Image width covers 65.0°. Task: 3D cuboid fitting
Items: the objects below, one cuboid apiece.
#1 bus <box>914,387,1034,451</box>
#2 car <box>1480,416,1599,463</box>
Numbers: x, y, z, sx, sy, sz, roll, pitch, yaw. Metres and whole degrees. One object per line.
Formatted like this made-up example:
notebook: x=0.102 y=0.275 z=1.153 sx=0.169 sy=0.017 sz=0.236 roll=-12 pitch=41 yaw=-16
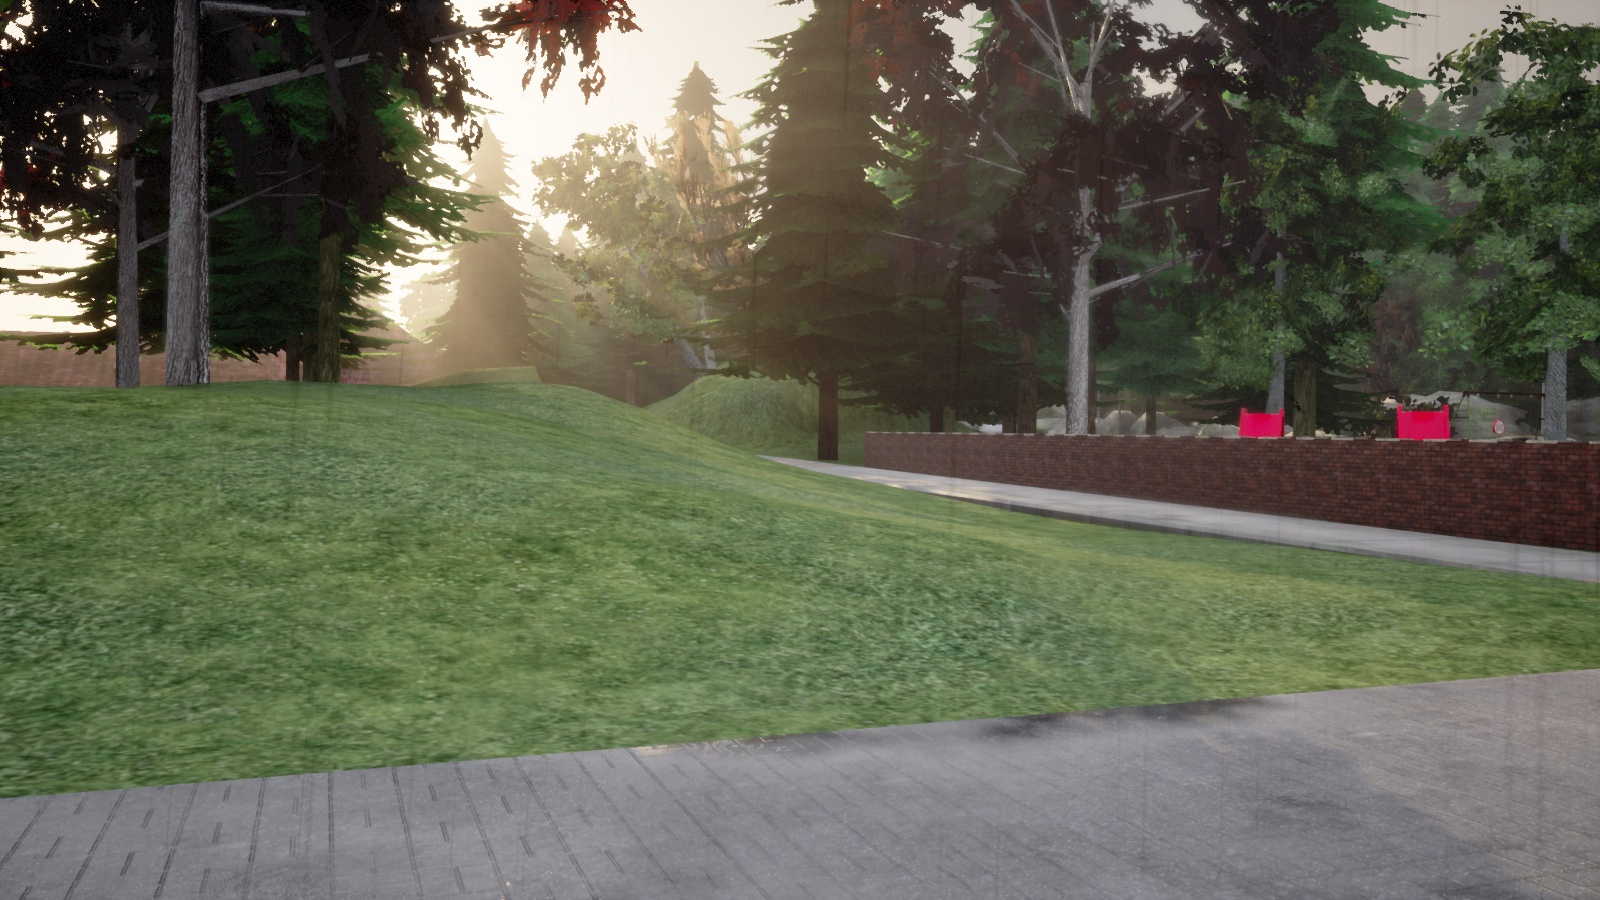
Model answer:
bus: x=12.163 y=-2.158 z=89.042 sx=3.944 sy=4.253 sz=10.273 roll=-1 pitch=1 yaw=-21
car: x=28.236 y=-0.426 z=46.933 sx=2.242 sy=1.667 sz=4.611 roll=-1 pitch=1 yaw=-21
